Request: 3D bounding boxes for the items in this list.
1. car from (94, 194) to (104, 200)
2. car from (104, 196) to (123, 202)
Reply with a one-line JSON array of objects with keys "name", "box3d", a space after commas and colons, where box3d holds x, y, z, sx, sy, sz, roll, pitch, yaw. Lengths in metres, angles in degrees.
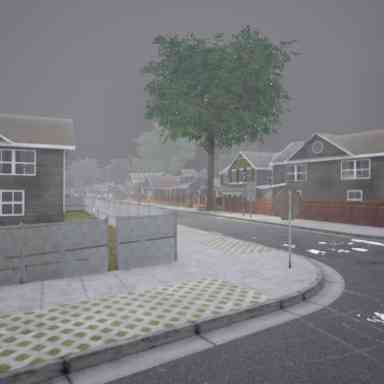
[{"name": "car", "box3d": [-23.659, 1.454, 86.464, 1.812, 1.442, 4.674, 0, 0, -23]}, {"name": "car", "box3d": [-12.095, 1.495, 52.523, 2.128, 1.511, 4.902, 0, 0, -23]}]
